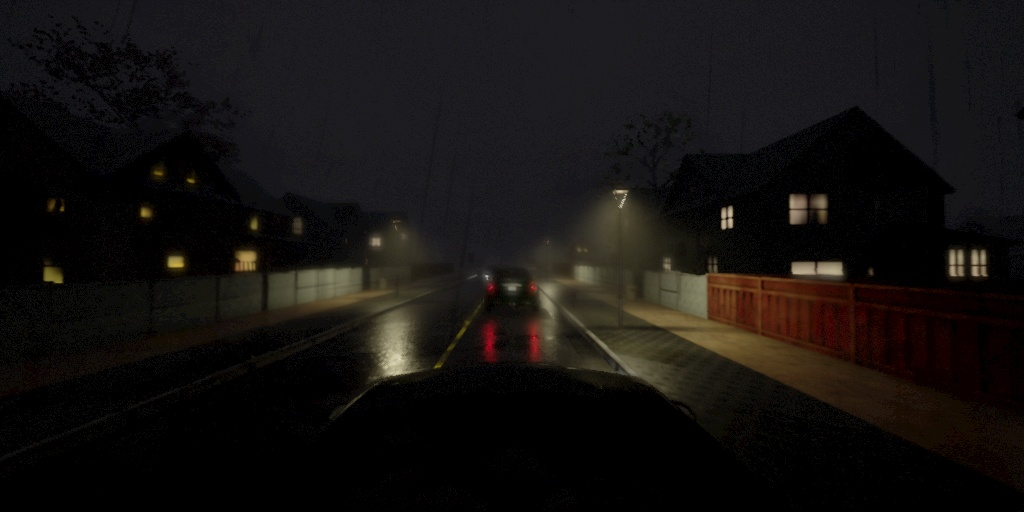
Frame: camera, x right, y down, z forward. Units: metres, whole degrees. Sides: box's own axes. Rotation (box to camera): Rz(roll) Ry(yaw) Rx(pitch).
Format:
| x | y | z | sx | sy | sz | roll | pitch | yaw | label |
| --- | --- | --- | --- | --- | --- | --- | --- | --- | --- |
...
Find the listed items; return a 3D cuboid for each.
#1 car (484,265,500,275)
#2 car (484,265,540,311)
| x | y | z | sx | sy | sz | roll | pitch | yaw | label |
| --- | --- | --- | --- | --- | --- | --- | --- | --- | --- |
| -2.755 | 1.965 | 50.342 | 1.994 | 1.385 | 4.181 | 0 | -1 | 1 | car |
| 0.025 | 1.243 | 15.272 | 2.097 | 1.767 | 4.553 | 0 | -1 | 0 | car |
